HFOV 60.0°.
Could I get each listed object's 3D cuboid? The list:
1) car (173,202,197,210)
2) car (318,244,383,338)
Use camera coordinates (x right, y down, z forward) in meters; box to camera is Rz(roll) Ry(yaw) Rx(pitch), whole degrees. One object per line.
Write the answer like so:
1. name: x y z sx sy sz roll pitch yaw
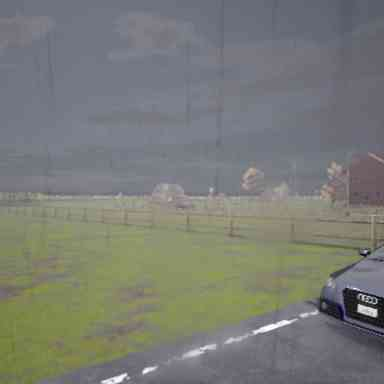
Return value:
1. car: -1.414 2.609 63.231 2.033 1.411 5.357 1 -2 -43
2. car: 4.223 1.597 6.077 4.181 1.385 1.994 1 0 -35
